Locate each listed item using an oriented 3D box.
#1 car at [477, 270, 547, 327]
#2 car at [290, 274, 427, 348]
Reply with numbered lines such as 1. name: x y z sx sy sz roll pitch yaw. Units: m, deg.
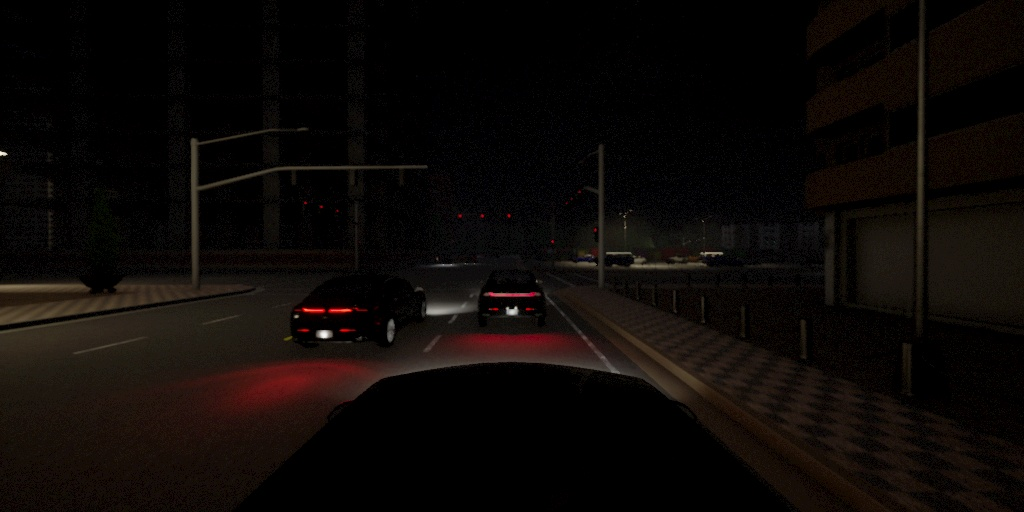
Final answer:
1. car: -0.015 1.166 11.239 2.128 1.511 4.902 0 0 -1
2. car: -3.494 1.198 9.084 1.837 1.490 4.892 0 0 0
